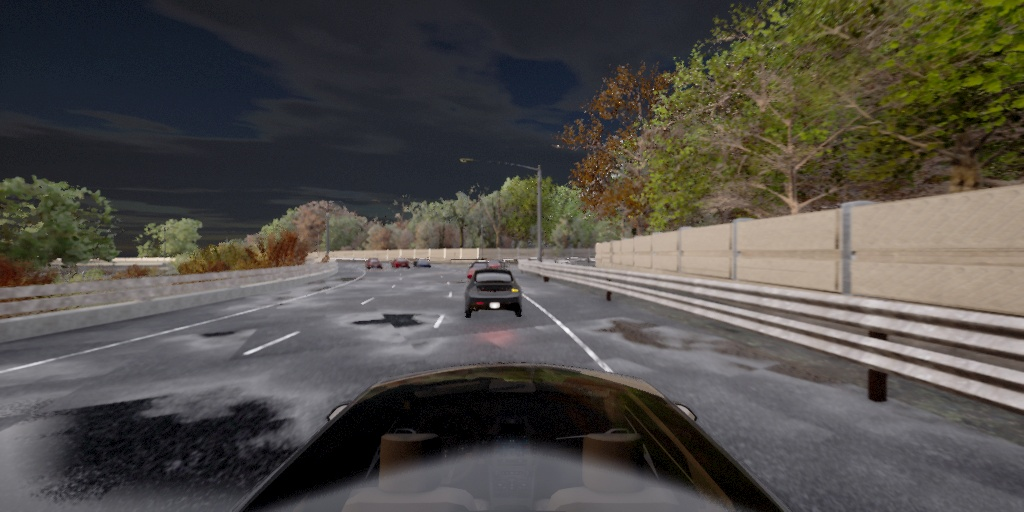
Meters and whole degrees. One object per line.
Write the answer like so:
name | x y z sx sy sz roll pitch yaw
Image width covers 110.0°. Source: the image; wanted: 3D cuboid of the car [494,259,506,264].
car | -1.882 1.112 45.216 1.994 1.385 4.181 0 0 14

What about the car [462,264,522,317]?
car | -0.741 1.204 13.049 1.837 1.490 4.892 0 0 -5

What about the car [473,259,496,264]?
car | -2.596 1.192 29.407 1.994 1.385 4.181 0 0 -5

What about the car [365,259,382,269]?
car | -19.725 1.126 51.047 1.812 1.442 4.674 0 0 -28

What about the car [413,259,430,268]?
car | -13.962 1.119 55.026 1.994 1.385 4.181 0 0 -28

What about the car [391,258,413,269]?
car | -16.229 1.058 51.881 1.882 1.535 5.008 0 0 -28
